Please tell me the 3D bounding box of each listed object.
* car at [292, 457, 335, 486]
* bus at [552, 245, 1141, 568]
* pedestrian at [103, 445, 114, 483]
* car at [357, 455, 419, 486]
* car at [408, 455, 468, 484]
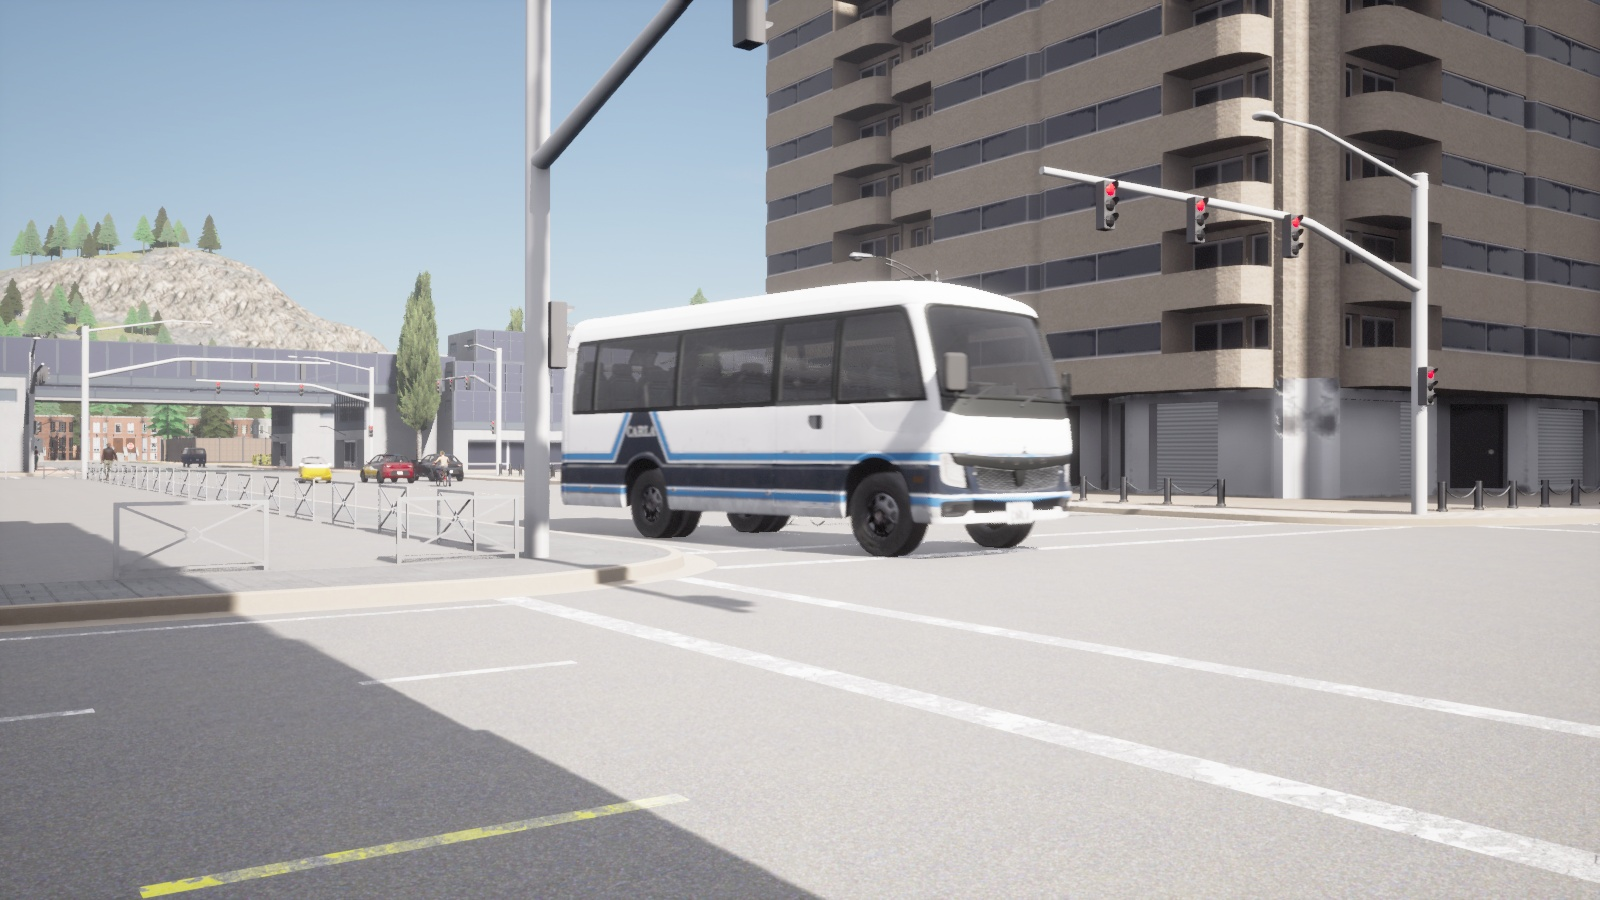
[{"bbox_3d":[-23.759,1.055,61.316,1.481,1.376,2.207,0,0,-34],"label":"car"},{"bbox_3d":[0.243,-0.531,21.585,3.944,4.253,10.273,0,-1,-44],"label":"bus"},{"bbox_3d":[-33.282,0.677,60.428,0.431,1.840,0.703,0,0,-32],"label":"pedestrian"},{"bbox_3d":[-20.704,1.012,63.020,1.816,1.474,4.193,0,0,-35],"label":"car"},{"bbox_3d":[-19.461,1.020,67.379,1.816,1.474,4.193,0,0,-35],"label":"car"}]
